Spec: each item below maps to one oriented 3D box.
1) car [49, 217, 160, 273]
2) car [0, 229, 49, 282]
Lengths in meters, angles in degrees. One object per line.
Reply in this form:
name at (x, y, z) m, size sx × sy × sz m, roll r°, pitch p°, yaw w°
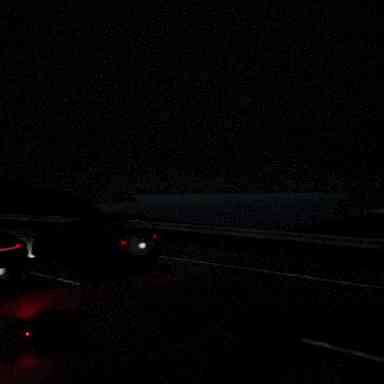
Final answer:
car at (-3.064, 1.473, 10.363) m, size 4.181 × 1.385 × 1.994 m, roll 0°, pitch 1°, yaw 33°
car at (-6.063, 1.448, 8.190) m, size 4.902 × 1.511 × 2.128 m, roll 0°, pitch 0°, yaw 32°
